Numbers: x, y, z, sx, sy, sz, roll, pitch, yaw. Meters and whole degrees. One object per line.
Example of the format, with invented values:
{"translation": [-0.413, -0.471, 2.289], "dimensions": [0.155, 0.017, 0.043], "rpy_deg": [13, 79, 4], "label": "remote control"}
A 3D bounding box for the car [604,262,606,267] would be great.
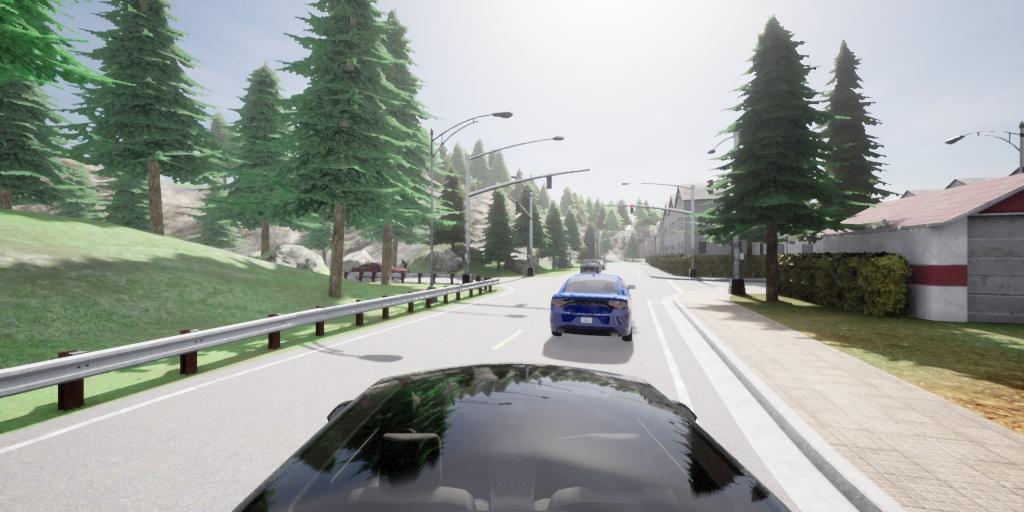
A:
{"translation": [12.772, 1.297, 52.735], "dimensions": [2.033, 1.411, 5.357], "rpy_deg": [0, 0, 19], "label": "car"}

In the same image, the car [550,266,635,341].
{"translation": [2.372, 1.228, 10.062], "dimensions": [1.882, 1.535, 5.008], "rpy_deg": [0, 0, 18], "label": "car"}

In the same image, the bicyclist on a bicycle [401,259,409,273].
{"translation": [-11.447, 1.167, 38.035], "dimensions": [0.582, 1.620, 1.656], "rpy_deg": [-2, 5, 18], "label": "bicyclist on a bicycle"}

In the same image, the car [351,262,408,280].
{"translation": [-11.251, 1.243, 30.552], "dimensions": [5.008, 1.535, 1.882], "rpy_deg": [0, 0, 18], "label": "car"}

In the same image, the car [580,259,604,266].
{"translation": [9.438, 1.102, 42.821], "dimensions": [2.097, 1.767, 4.553], "rpy_deg": [0, 0, 19], "label": "car"}
